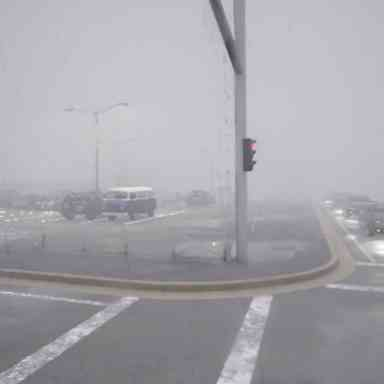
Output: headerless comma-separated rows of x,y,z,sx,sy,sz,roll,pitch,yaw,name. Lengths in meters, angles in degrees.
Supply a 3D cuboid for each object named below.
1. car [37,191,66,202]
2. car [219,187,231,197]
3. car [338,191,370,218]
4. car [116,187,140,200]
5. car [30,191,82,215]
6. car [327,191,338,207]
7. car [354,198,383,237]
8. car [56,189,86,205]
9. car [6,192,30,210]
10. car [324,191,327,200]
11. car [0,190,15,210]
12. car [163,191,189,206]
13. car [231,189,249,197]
-20.972,0.679,49.868,1.784,1.438,3.905,0,1,19,car
5.978,-0.019,59.114,1.905,1.878,3.866,0,1,19,car
11.671,0.952,23.396,1.837,1.490,4.892,0,1,19,car
-12.597,0.074,65.441,1.905,1.878,3.866,0,1,19,car
-12.589,0.976,31.063,1.970,1.475,3.806,0,1,19,car
14.984,0.712,33.161,2.128,1.511,4.902,0,1,19,car
8.873,1.203,15.140,1.994,1.385,4.181,0,1,19,car
-18.255,0.456,48.864,1.932,1.855,4.605,0,1,19,car
-15.328,0.958,32.001,1.784,1.438,3.905,0,1,19,car
19.953,0.493,47.554,1.895,1.301,4.718,0,1,19,car
-17.885,0.762,32.820,1.932,1.855,4.605,0,1,19,car
-2.239,0.617,43.475,1.970,1.475,3.806,0,1,19,car
8.699,-0.035,58.124,1.932,1.855,4.605,0,1,19,car
